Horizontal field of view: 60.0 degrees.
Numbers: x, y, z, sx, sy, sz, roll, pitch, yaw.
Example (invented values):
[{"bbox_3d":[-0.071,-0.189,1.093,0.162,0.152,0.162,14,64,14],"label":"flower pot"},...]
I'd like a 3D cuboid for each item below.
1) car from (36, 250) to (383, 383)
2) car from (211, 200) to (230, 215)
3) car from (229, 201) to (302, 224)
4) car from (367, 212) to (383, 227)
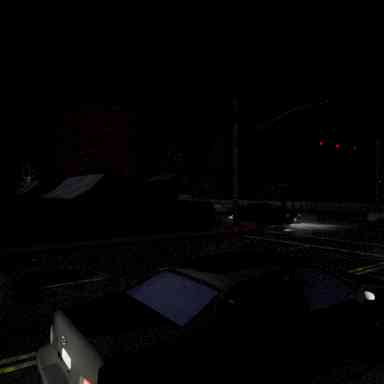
[{"bbox_3d":[0.915,1.547,4.463,5.357,1.411,2.033,0,0,-35],"label":"car"},{"bbox_3d":[3.411,1.526,34.102,1.812,1.442,4.674,0,0,-37],"label":"car"},{"bbox_3d":[5.620,1.547,25.321,2.033,1.411,5.357,0,0,-37],"label":"car"},{"bbox_3d":[13.549,1.601,20.420,1.895,1.301,4.718,0,0,-36],"label":"car"}]
